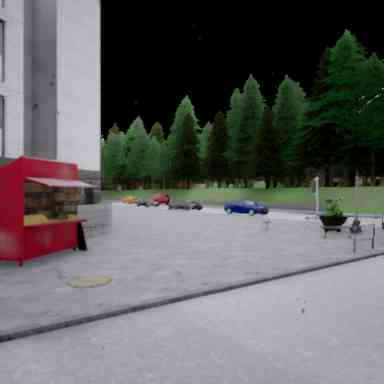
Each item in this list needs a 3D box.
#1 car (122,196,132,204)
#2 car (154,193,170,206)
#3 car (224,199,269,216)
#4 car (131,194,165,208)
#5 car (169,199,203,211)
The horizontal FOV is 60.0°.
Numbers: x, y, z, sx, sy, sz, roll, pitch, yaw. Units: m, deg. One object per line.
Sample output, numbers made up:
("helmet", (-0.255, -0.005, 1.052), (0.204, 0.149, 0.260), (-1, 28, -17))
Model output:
("car", (-11.526, 1.470, 63.028), (1.882, 1.535, 5.008), (0, 0, -35))
("car", (-5.531, 1.213, 54.685), (2.150, 2.045, 5.566), (0, 0, -35))
("car", (5.268, 1.470, 32.376), (1.882, 1.535, 5.008), (0, 0, -35))
("car", (-6.509, 1.485, 48.957), (2.128, 1.511, 4.902), (0, 0, -35))
("car", (-0.517, 1.557, 40.506), (1.994, 1.385, 4.181), (0, 0, -35))
